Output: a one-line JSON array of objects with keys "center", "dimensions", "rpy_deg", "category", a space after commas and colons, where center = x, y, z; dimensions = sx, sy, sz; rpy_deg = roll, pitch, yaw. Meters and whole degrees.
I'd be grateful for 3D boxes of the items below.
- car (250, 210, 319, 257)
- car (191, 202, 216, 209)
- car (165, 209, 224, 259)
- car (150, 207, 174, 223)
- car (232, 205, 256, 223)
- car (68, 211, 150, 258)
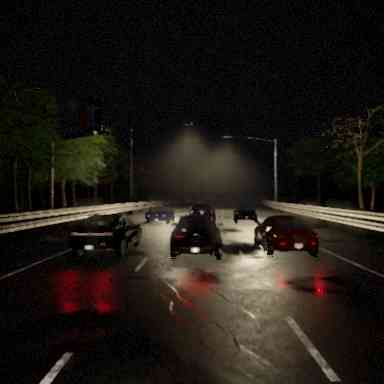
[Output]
[{"center": [3.722, 1.669, 13.590], "dimensions": [1.812, 1.442, 4.674], "rpy_deg": [0, 0, 2], "category": "car"}, {"center": [0.931, 1.647, 27.998], "dimensions": [2.097, 1.767, 4.553], "rpy_deg": [0, -1, 4], "category": "car"}, {"center": [0.206, 1.647, 13.288], "dimensions": [1.837, 1.490, 4.892], "rpy_deg": [0, 0, 2], "category": "car"}, {"center": [-2.580, 1.898, 28.051], "dimensions": [1.895, 1.301, 4.718], "rpy_deg": [0, -1, 4], "category": "car"}, {"center": [4.463, 1.825, 28.259], "dimensions": [1.812, 1.442, 4.674], "rpy_deg": [0, 0, 5], "category": "car"}, {"center": [-3.294, 1.634, 13.379], "dimensions": [2.128, 1.511, 4.902], "rpy_deg": [0, 0, 2], "category": "car"}]
